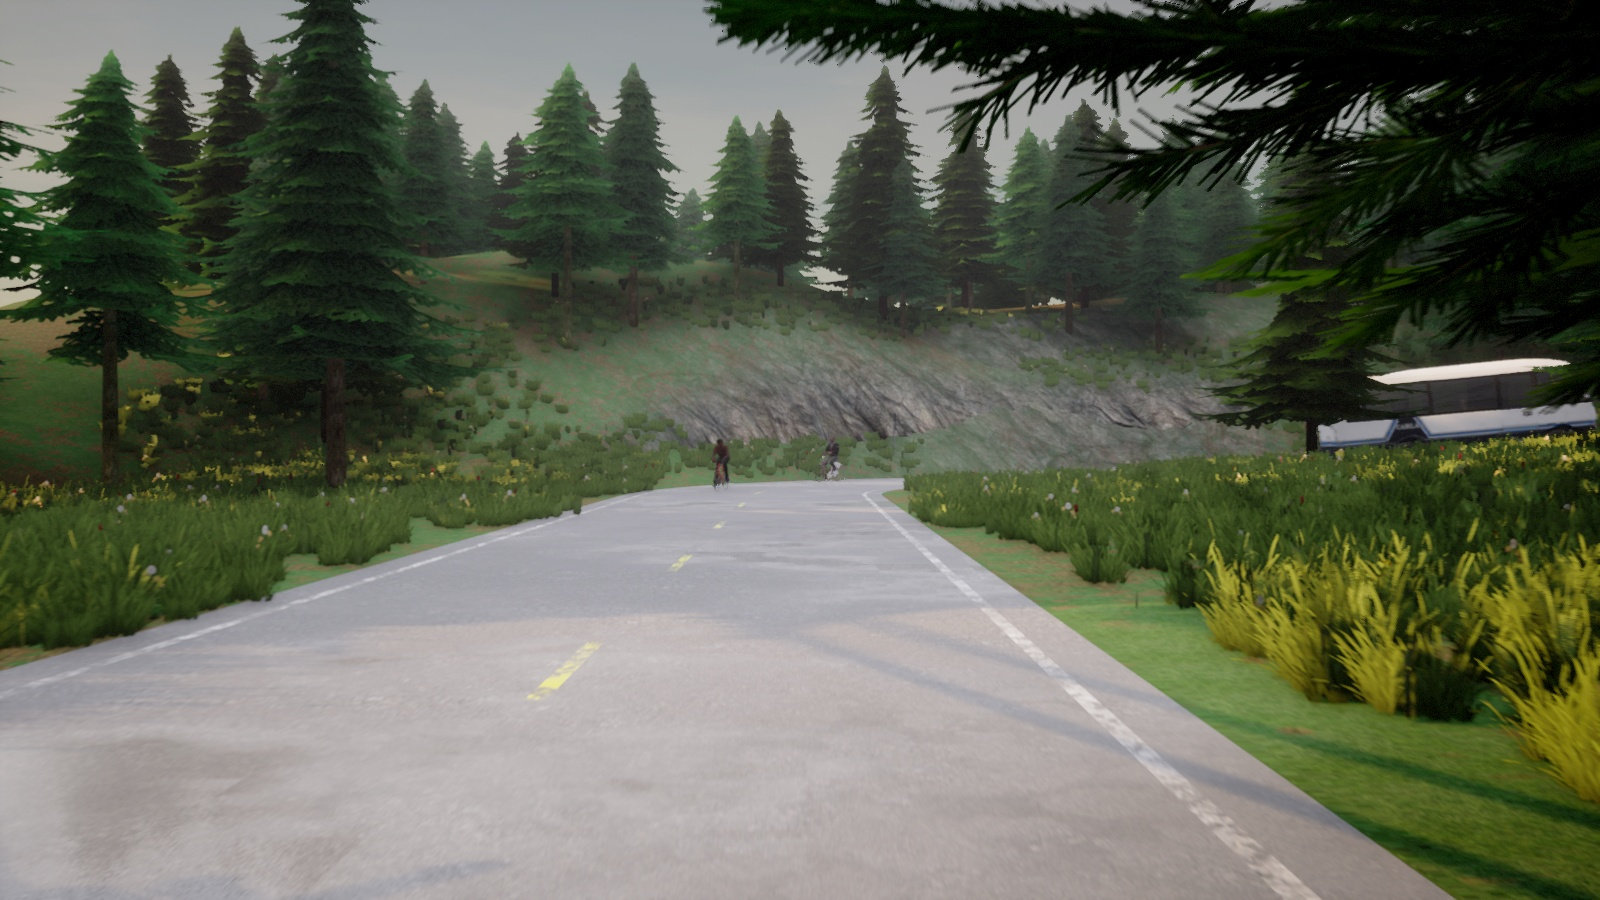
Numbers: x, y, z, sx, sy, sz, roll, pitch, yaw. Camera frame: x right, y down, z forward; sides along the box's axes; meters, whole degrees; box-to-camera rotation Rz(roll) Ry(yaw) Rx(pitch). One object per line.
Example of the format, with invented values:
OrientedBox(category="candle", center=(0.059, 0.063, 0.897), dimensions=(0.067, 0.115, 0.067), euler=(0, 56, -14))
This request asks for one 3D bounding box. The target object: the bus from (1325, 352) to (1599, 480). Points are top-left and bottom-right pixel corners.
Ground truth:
OrientedBox(category="bus", center=(27.732, -1.377, 51.805), dimensions=(10.273, 4.253, 3.944), euler=(-5, -1, 10))

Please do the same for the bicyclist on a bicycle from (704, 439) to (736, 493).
OrientedBox(category="bicyclist on a bicycle", center=(-2.455, 0.479, 38.694), dimensions=(0.582, 1.620, 1.656), euler=(1, 1, 11))

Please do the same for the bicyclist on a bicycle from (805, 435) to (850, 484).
OrientedBox(category="bicyclist on a bicycle", center=(1.029, 0.354, 46.771), dimensions=(0.659, 1.776, 1.843), euler=(2, 1, 38))
